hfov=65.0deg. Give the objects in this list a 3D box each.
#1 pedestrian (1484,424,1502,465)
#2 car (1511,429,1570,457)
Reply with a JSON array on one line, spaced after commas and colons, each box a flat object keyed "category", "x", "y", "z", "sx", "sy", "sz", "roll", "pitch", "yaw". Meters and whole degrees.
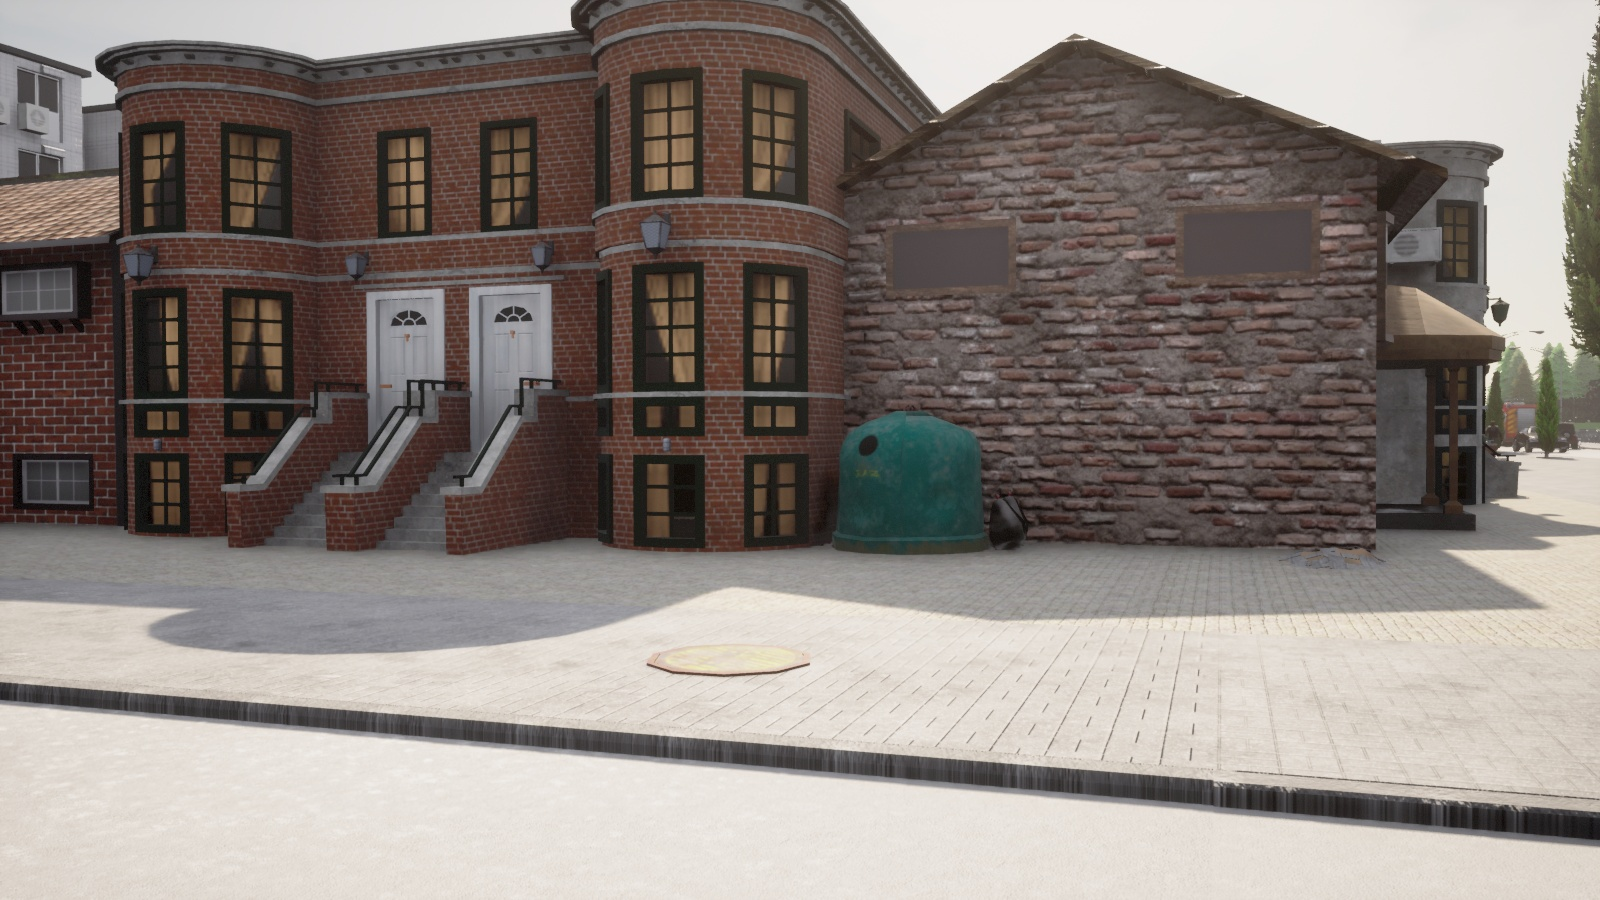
[{"category": "pedestrian", "x": 32.298, "y": -0.278, "z": 58.503, "sx": 0.563, "sy": 1.883, "sz": 0.849, "roll": 1, "pitch": 1, "yaw": 40}, {"category": "car", "x": 45.603, "y": -0.463, "z": 77.431, "sx": 2.152, "sy": 1.651, "sz": 5.027, "roll": 1, "pitch": 1, "yaw": 19}]
